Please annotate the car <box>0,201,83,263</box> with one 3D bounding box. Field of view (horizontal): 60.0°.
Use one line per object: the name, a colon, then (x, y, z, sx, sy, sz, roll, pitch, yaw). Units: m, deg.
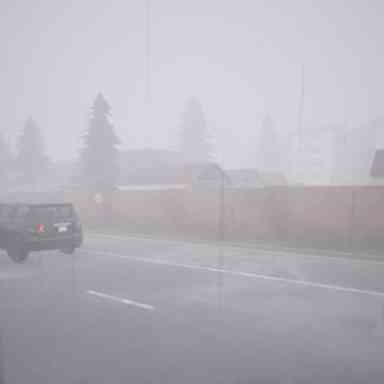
car: (-6.567, 1.362, 12.849, 5.566, 2.045, 2.150, 0, 0, 36)
